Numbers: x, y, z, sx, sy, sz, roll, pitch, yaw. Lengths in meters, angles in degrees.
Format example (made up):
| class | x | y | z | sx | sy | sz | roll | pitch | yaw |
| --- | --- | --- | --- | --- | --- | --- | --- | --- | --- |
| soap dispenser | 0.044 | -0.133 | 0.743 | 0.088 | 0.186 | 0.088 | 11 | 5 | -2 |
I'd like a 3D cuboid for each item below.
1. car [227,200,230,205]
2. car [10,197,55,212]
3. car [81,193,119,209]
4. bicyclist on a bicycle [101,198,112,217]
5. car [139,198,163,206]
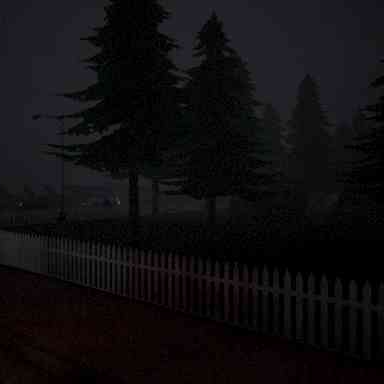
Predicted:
| class | x | y | z | sx | sy | sz | roll | pitch | yaw |
| --- | --- | --- | --- | --- | --- | --- | --- | --- | --- |
| car | 4.672 | 1.478 | 51.986 | 1.882 | 1.535 | 5.008 | 0 | 0 | 34 |
| car | -18.020 | 1.352 | 37.618 | 2.097 | 1.767 | 4.553 | 0 | 0 | 34 |
| car | -12.526 | 1.221 | 45.694 | 2.150 | 2.045 | 5.566 | 0 | 0 | 34 |
| bicyclist on a bicycle | -7.164 | 1.302 | 27.826 | 1.656 | 1.620 | 0.582 | 0 | 0 | 34 |
| car | -6.790 | 1.491 | 54.083 | 2.128 | 1.511 | 4.902 | 0 | 0 | 35 |
